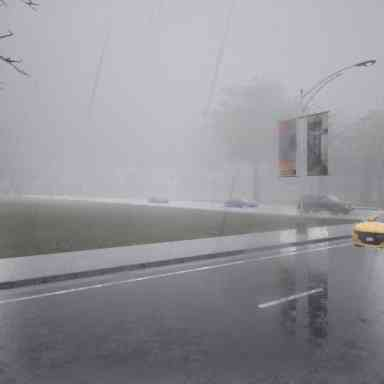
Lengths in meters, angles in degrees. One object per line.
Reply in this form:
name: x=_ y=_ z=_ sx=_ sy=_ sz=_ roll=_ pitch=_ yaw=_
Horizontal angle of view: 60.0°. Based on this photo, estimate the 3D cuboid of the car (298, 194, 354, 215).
car: x=13.547 y=1.224 z=34.022 sx=2.150 sy=2.045 sz=5.566 roll=0 pitch=0 yaw=-36

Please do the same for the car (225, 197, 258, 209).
car: x=6.441 y=1.437 z=43.751 sx=1.882 sy=1.535 sz=5.008 roll=0 pitch=0 yaw=-36

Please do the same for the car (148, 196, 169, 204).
car: x=-6.244 y=1.453 z=61.280 sx=2.033 sy=1.411 sz=5.357 roll=0 pitch=0 yaw=-36

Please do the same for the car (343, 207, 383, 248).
car: x=8.631 y=1.494 z=13.763 sx=5.008 sy=1.535 sz=1.882 roll=0 pitch=0 yaw=-35
